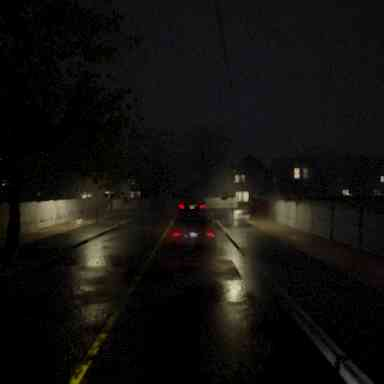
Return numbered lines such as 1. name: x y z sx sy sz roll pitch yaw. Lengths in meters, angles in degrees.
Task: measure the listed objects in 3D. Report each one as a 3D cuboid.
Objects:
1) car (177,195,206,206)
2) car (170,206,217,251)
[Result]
1. car: -0.029 1.255 27.074 2.150 2.045 5.566 0 0 -1
2. car: 0.038 1.564 14.232 2.033 1.411 5.357 0 0 0
